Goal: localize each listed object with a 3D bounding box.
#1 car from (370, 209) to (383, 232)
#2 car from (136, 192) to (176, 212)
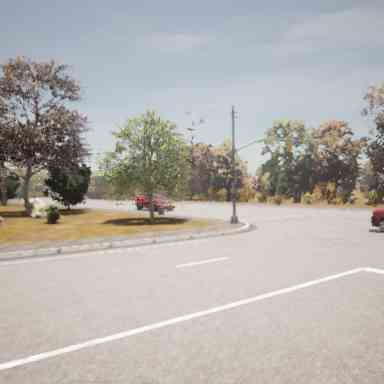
[{"bbox_3d":[11.143,1.272,15.683,1.882,1.535,5.008,-1,1,-33],"label":"car"},{"bbox_3d":[-4.072,1.061,36.439,2.150,2.045,5.566,-1,2,-39],"label":"car"}]
